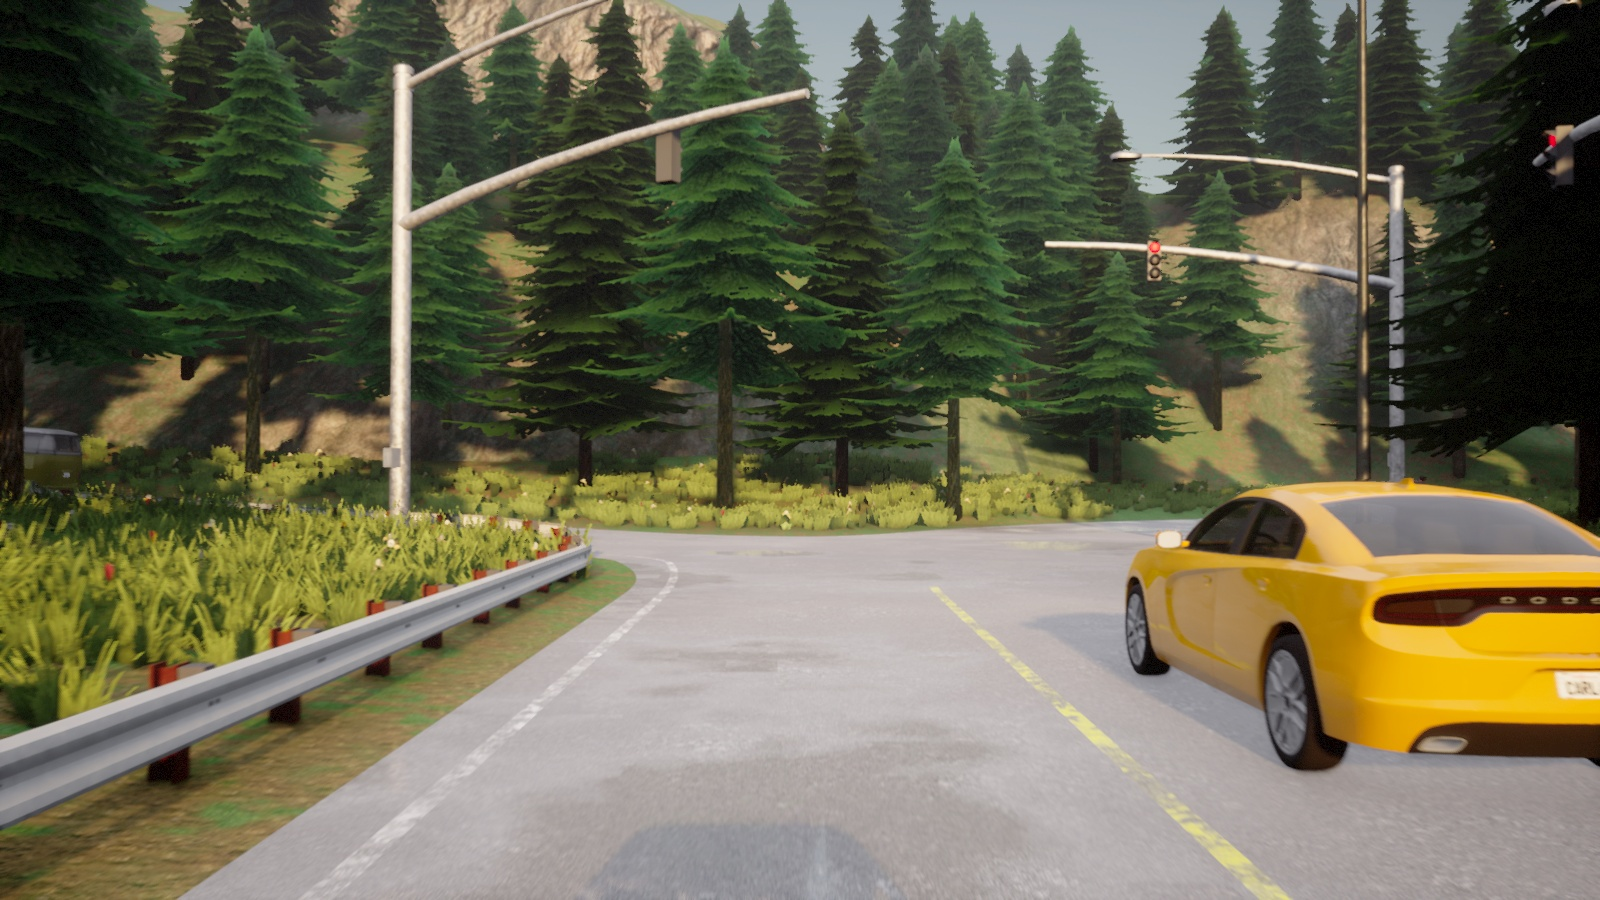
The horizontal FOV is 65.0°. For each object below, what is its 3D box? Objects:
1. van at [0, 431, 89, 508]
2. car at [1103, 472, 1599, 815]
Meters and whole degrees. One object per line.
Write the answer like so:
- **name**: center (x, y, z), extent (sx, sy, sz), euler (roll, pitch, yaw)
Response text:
- **van**: center (-22.185, 0.456, 34.264), extent (4.442, 1.987, 1.775), euler (3, -2, -1)
- **car**: center (3.516, 0.915, 8.157), extent (1.882, 1.535, 5.008), euler (0, -1, 0)
